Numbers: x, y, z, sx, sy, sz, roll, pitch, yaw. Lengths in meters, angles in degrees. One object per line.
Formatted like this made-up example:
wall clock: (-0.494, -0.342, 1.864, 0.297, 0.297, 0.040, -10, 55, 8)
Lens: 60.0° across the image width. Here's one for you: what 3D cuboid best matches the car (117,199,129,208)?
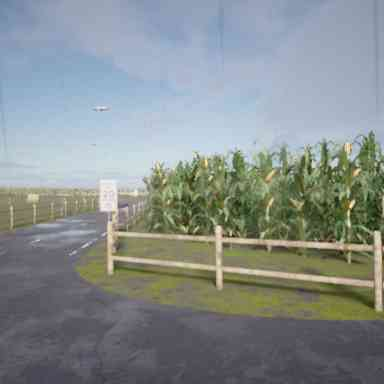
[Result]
car: (-11.070, 1.749, 52.078, 1.994, 1.385, 4.181, 0, 0, -4)
